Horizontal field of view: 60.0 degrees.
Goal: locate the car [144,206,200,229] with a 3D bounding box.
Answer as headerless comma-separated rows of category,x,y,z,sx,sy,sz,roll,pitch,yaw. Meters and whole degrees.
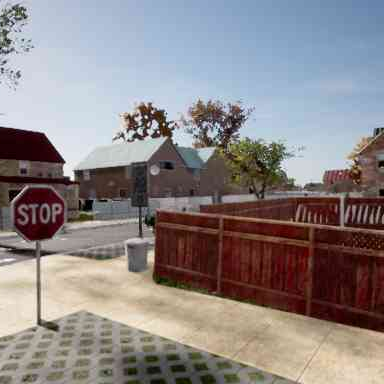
car,-0.445,1.415,18.924,1.895,1.301,4.718,-1,0,36
